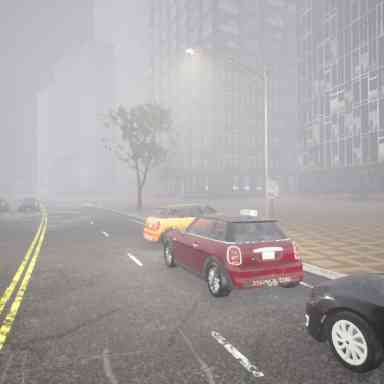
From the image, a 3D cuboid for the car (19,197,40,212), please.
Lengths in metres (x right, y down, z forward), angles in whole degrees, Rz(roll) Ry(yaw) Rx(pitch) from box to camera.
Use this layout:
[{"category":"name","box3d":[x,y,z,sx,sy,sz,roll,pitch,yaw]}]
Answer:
[{"category":"car","box3d":[-19.210,1.393,39.309,2.097,1.767,4.553,0,0,-25]}]

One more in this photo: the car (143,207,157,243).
[{"category":"car","box3d":[0.244,1.279,14.514,4.553,1.767,2.097,-3,1,-24]}]

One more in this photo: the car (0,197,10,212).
[{"category":"car","box3d":[-22.167,1.390,37.960,2.097,1.767,4.553,0,0,-25]}]

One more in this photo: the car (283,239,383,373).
[{"category":"car","box3d":[3.572,1.505,3.507,1.837,1.490,4.892,0,0,-36]}]

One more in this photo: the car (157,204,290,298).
[{"category":"car","box3d":[0.788,1.355,8.946,2.097,1.767,4.553,0,0,-23]}]
